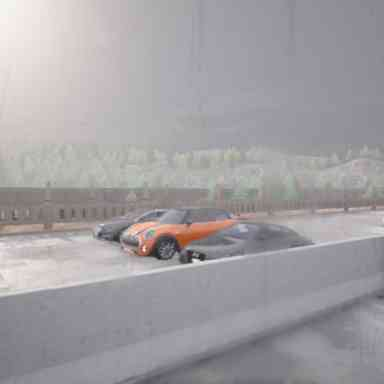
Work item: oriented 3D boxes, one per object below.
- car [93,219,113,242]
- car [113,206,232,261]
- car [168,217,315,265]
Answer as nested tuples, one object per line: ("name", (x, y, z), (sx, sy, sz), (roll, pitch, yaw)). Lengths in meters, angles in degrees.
("car", (-2.073, 1.499, 15.488), (4.902, 1.511, 2.128), (0, 0, -36))
("car", (-0.309, 1.357, 12.445), (4.553, 1.767, 2.097), (0, 0, -36))
("car", (1.695, 1.567, 9.574), (4.181, 1.385, 1.994), (0, 0, -36))
